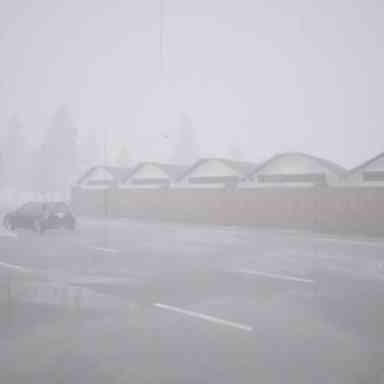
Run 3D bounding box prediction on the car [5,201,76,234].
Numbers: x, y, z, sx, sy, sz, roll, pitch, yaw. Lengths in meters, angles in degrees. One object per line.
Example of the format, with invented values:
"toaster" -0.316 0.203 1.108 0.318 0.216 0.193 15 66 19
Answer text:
"car" -8.714 1.306 18.970 4.553 1.767 2.097 0 0 36
